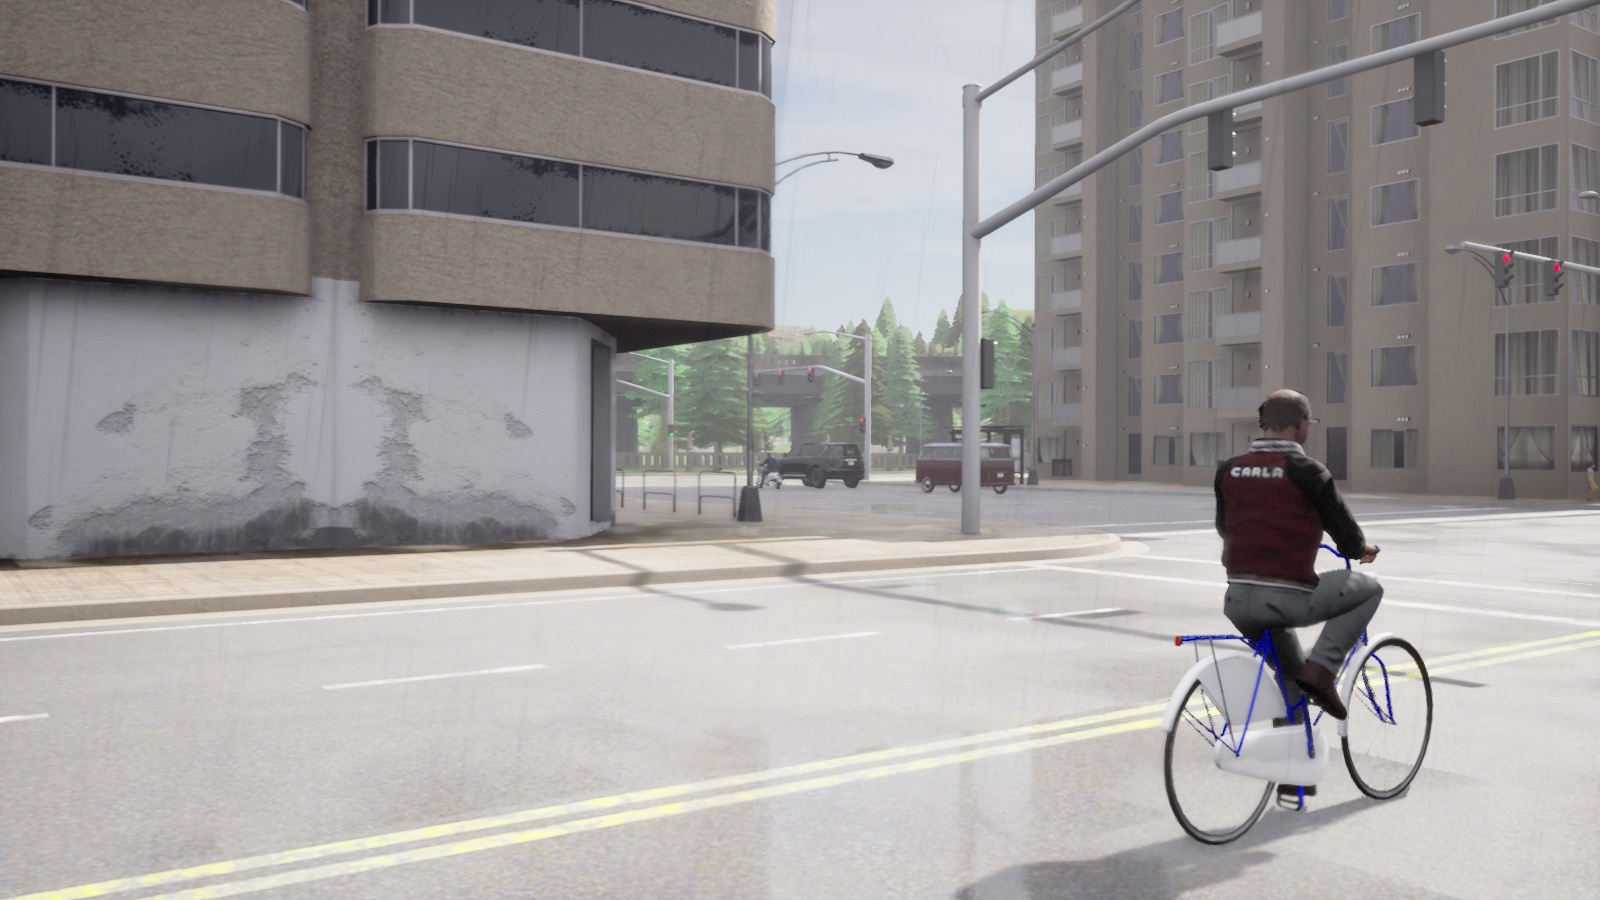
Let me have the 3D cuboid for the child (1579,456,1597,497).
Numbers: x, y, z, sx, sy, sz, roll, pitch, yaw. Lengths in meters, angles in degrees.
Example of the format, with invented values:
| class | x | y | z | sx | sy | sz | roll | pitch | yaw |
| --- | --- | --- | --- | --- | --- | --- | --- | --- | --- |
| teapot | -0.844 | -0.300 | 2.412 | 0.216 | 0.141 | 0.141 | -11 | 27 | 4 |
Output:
| class | x | y | z | sx | sy | sz | roll | pitch | yaw |
| --- | --- | --- | --- | --- | --- | --- | --- | --- | --- |
| child | 24.740 | 0.820 | 39.412 | 0.437 | 1.263 | 0.270 | 0 | 0 | 44 |

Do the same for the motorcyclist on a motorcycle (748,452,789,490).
| class | x | y | z | sx | sy | sz | roll | pitch | yaw |
| --- | --- | --- | --- | --- | --- | --- | --- | --- | --- |
| motorcyclist on a motorcycle | -1.360 | 0.897 | 53.732 | 0.866 | 1.590 | 1.817 | 0 | -1 | -35 |

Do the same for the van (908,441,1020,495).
| class | x | y | z | sx | sy | sz | roll | pitch | yaw |
| --- | --- | --- | --- | --- | --- | --- | --- | --- | --- |
| van | 6.348 | 0.676 | 48.937 | 1.775 | 1.987 | 4.442 | 0 | 0 | -35 |

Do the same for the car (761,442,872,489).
| class | x | y | z | sx | sy | sz | roll | pitch | yaw |
| --- | --- | --- | --- | --- | --- | --- | --- | --- | --- |
| car | 0.677 | 0.675 | 56.905 | 2.150 | 2.045 | 5.566 | 0 | 0 | -35 |

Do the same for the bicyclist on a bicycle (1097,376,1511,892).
| class | x | y | z | sx | sy | sz | roll | pitch | yaw |
| --- | --- | --- | --- | --- | --- | --- | --- | --- | --- |
| bicyclist on a bicycle | 2.098 | 0.633 | 5.121 | 1.843 | 1.776 | 0.659 | 0 | 0 | -35 |
